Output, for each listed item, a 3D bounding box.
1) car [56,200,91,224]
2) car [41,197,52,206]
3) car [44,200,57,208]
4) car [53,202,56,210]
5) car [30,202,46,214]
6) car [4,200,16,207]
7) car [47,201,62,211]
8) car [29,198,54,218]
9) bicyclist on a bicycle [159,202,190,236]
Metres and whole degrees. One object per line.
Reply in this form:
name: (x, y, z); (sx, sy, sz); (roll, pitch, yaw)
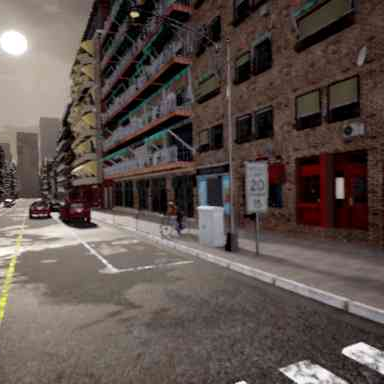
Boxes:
car: (-9.670, 1.563, 27.635); (2.192, 1.841, 5.009); (-2, 0, -26)
car: (-34.350, 2.238, 78.615); (2.192, 1.841, 5.009); (-2, 0, -26)
car: (-26.951, 2.268, 63.316); (2.008, 1.369, 4.403); (-2, 0, -26)
car: (-12.130, 1.864, 32.733); (2.008, 1.369, 4.403); (-2, 0, -26)
car: (-21.268, 2.163, 45.818); (1.895, 1.301, 4.718); (-2, 0, -26)
car: (-41.526, 2.561, 75.393); (1.967, 1.590, 4.097); (-2, 0, -26)
car: (-22.011, 2.126, 53.121); (1.887, 1.381, 4.507); (-2, 0, -26)
car: (-16.739, 1.791, 36.577); (2.097, 1.767, 4.553); (-2, 0, -25)
bicyclist on a bicycle: (-0.829, 1.312, 16.231); (1.656, 1.620, 0.582); (-2, 0, -26)
